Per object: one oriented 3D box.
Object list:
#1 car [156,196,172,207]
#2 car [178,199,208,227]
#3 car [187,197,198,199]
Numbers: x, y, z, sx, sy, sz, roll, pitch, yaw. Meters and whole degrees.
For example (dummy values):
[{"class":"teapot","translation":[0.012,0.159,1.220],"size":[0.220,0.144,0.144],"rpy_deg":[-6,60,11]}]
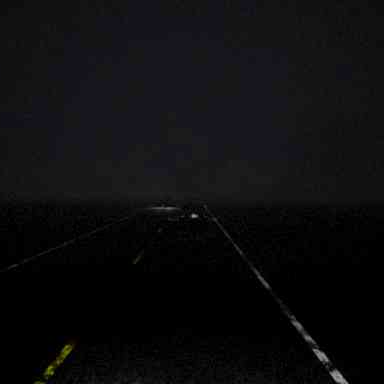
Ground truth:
[{"class":"car","translation":[-3.615,1.242,43.706],"size":[2.033,1.411,5.357],"rpy_deg":[0,0,0]},{"class":"car","translation":[0.086,1.398,21.374],"size":[2.033,1.411,5.357],"rpy_deg":[0,0,0]},{"class":"car","translation":[0.074,1.274,41.463],"size":[1.994,1.385,4.181],"rpy_deg":[0,0,0]}]
